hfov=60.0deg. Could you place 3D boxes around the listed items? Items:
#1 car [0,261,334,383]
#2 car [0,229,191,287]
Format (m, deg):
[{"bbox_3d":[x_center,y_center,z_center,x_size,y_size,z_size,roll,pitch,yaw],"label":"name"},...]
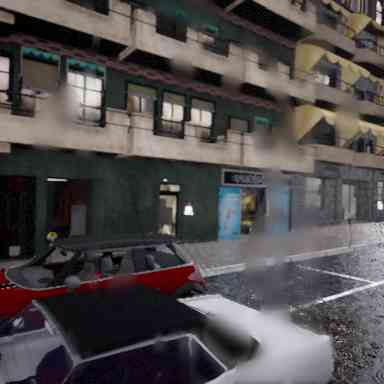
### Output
[{"bbox_3d":[-1.002,1.607,2.665,4.718,1.301,1.895,1,0,-35],"label":"car"},{"bbox_3d":[-1.775,1.455,5.274,4.097,1.590,1.967,1,1,-35],"label":"car"}]
